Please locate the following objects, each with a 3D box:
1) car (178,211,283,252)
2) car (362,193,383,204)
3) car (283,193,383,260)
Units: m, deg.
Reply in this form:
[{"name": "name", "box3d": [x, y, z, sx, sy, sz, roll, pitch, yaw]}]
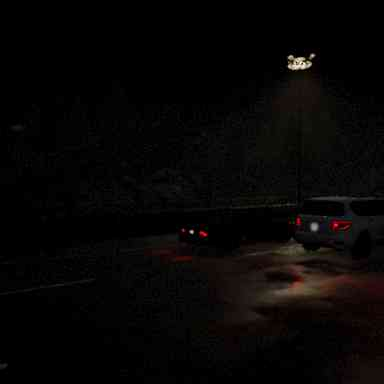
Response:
[{"name": "car", "box3d": [2.053, 1.521, 13.857, 5.357, 1.411, 2.033, -1, 0, -35]}, {"name": "car", "box3d": [27.243, 0.945, 49.058, 4.674, 1.442, 1.812, -1, 1, -35]}, {"name": "car", "box3d": [6.236, 1.178, 12.508, 5.566, 2.045, 2.150, -1, 0, -35]}]
